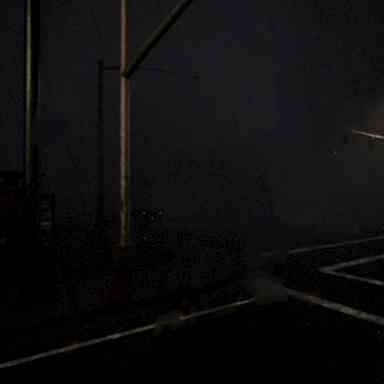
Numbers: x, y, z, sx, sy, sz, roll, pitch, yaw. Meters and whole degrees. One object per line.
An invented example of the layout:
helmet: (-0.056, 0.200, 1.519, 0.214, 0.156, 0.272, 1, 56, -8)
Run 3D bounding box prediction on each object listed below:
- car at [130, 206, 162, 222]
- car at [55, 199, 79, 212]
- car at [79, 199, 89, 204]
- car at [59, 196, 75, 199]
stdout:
car: (-4.480, 1.835, 28.672, 1.895, 1.301, 4.718, 0, -1, -36)
car: (-18.585, 2.136, 48.310, 2.033, 1.411, 5.357, 0, -1, -36)
car: (-27.851, 2.369, 84.982, 2.033, 1.411, 5.357, 0, 1, -36)
car: (-30.701, 2.051, 82.950, 2.150, 2.045, 5.566, 0, 1, -36)
